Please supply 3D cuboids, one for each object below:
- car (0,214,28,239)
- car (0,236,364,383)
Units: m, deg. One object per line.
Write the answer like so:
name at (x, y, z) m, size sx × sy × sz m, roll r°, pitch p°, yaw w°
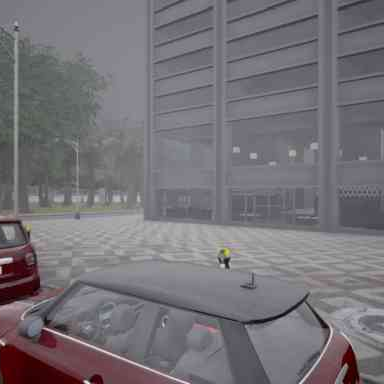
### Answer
car at (-5.015, 1.315, 6.528) m, size 5.009 × 1.841 × 2.192 m, roll 0°, pitch 0°, yaw 35°
car at (-0.584, 1.440, 3.376) m, size 4.097 × 1.590 × 1.967 m, roll 0°, pitch 0°, yaw 35°
